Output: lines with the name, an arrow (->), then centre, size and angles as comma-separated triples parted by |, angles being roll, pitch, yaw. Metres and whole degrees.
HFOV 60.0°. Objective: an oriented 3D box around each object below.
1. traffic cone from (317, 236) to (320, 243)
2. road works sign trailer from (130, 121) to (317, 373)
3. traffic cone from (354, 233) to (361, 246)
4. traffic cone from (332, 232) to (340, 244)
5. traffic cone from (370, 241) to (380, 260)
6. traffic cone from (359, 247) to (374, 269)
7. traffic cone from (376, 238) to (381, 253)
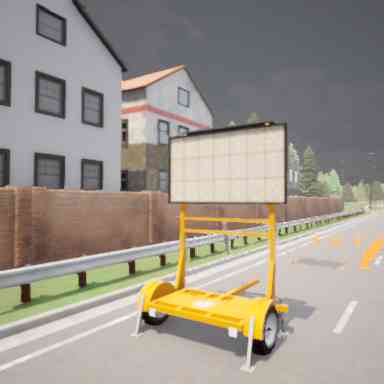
traffic cone -> 6.634, 2.396, 17.763 | 0.340, 0.580, 0.340 | -1, -2, 34
road works sign trailer -> 0.669, 0.619, 6.154 | 2.380, 3.560, 2.880 | -1, -2, 34
traffic cone -> 8.297, 2.370, 16.651 | 0.340, 0.580, 0.340 | -1, -2, 34
traffic cone -> 7.466, 2.383, 17.207 | 0.340, 0.580, 0.340 | -1, -2, 34
traffic cone -> 6.906, 2.275, 12.771 | 0.340, 0.580, 0.340 | -1, -2, 34
traffic cone -> 5.794, 2.234, 11.109 | 0.340, 0.580, 0.340 | -1, -2, 34
traffic cone -> 8.017, 2.316, 14.434 | 0.340, 0.580, 0.340 | -1, -2, 34
